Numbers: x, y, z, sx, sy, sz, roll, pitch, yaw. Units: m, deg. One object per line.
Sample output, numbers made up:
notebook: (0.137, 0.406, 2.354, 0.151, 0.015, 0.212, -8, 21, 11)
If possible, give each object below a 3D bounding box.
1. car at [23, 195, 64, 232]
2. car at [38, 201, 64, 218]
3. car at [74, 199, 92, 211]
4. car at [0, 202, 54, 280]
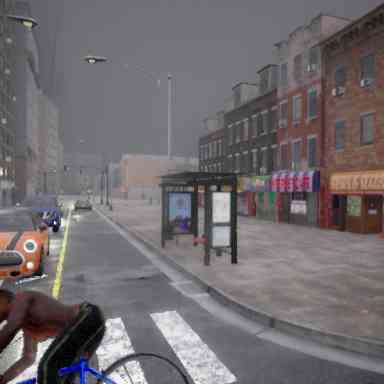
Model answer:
car: (-8.992, 1.199, 19.761, 2.150, 2.045, 5.566, 0, 0, -20)
car: (-12.772, 1.566, 30.411, 1.895, 1.301, 4.718, 0, 0, -19)
car: (-13.195, 1.536, 40.239, 1.994, 1.385, 4.181, 0, 0, -19)
car: (-5.427, 1.342, 9.806, 2.097, 1.767, 4.553, 0, 0, -20)
